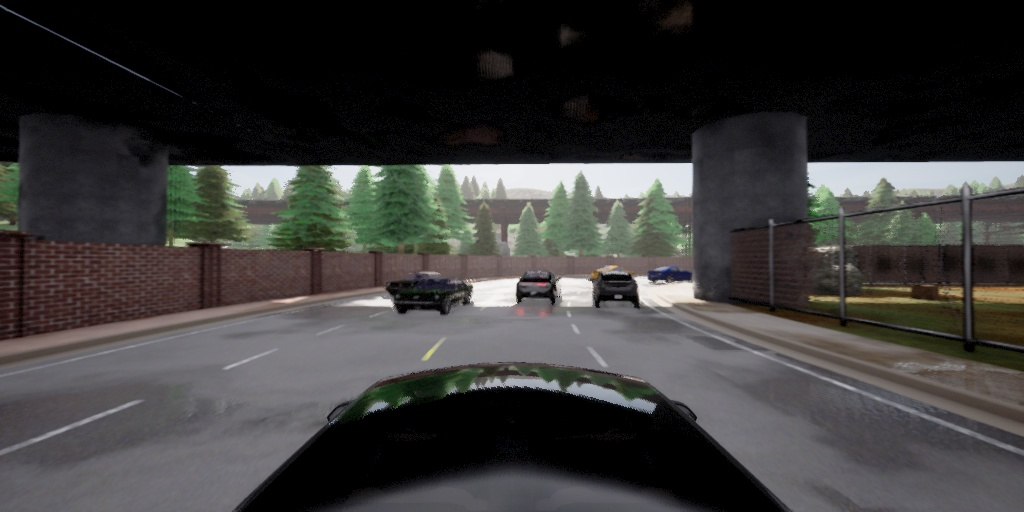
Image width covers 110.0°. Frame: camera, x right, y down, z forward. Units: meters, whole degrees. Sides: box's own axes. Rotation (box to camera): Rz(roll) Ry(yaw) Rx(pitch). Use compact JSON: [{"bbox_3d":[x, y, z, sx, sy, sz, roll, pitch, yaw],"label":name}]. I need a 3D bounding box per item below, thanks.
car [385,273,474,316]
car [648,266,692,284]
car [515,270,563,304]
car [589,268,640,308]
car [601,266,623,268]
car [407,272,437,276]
[{"bbox_3d":[-2.992,1.524,14.530,1.895,1.301,4.718,0,-1,8],"label":"car"},{"bbox_3d":[14.501,1.636,32.090,5.008,1.535,1.882,0,-2,-23],"label":"car"},{"bbox_3d":[1.425,1.460,17.997,2.128,1.511,4.902,0,-1,12],"label":"car"},{"bbox_3d":[4.720,1.454,16.707,1.837,1.490,4.892,0,-2,11],"label":"car"},{"bbox_3d":[9.543,1.655,33.452,5.008,1.535,1.882,1,-2,-39],"label":"car"},{"bbox_3d":[-5.326,1.609,20.890,1.895,1.301,4.718,0,-1,14],"label":"car"}]
